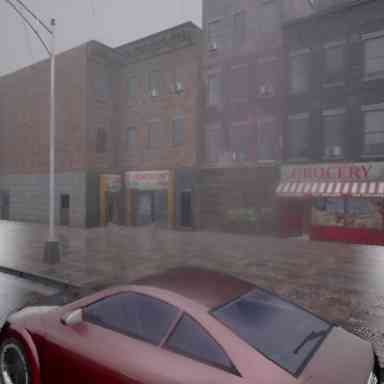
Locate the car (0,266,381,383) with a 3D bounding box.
[{"bbox_3d":[-0.303,1.563,3.611,4.181,1.385,1.994,0,0,36],"label":"car"}]
